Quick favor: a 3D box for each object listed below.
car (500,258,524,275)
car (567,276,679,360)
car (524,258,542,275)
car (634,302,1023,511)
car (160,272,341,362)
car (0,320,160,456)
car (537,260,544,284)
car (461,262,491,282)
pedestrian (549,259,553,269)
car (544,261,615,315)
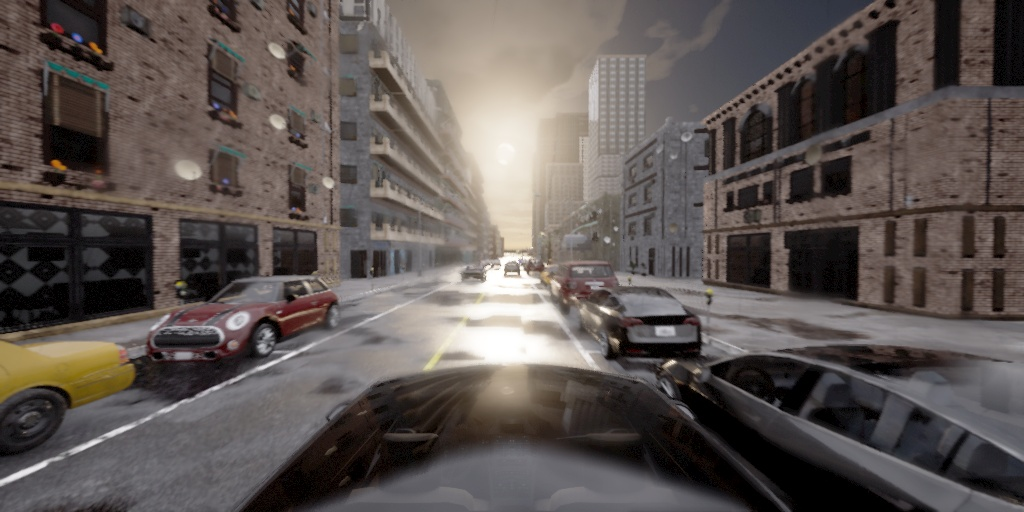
[{"bbox_3d":[0.022,1.354,41.153,2.128,1.511,4.902,0,0,1],"label":"car"},{"bbox_3d":[2.656,1.336,8.261,1.948,1.339,4.313,0,0,0],"label":"car"},{"bbox_3d":[2.656,1.179,41.739,2.192,1.841,5.009,0,0,0],"label":"car"},{"bbox_3d":[2.656,1.319,2.681,1.948,1.339,4.313,0,0,0],"label":"car"},{"bbox_3d":[-5.691,1.210,8.211,1.967,1.591,4.097,0,0,0],"label":"car"},{"bbox_3d":[-5.692,1.278,2.461,1.751,1.417,4.829,0,0,0],"label":"car"},{"bbox_3d":[3.000,1.275,25.096,1.801,1.575,5.366,0,0,0],"label":"car"},{"bbox_3d":[-3.097,1.433,29.814,1.895,1.301,4.718,0,0,0],"label":"car"},{"bbox_3d":[2.999,1.121,28.074,0.375,1.860,0.375,-1,1,0],"label":"pedestrian"},{"bbox_3d":[2.656,1.101,13.840,2.192,1.841,5.009,0,0,0],"label":"car"}]
